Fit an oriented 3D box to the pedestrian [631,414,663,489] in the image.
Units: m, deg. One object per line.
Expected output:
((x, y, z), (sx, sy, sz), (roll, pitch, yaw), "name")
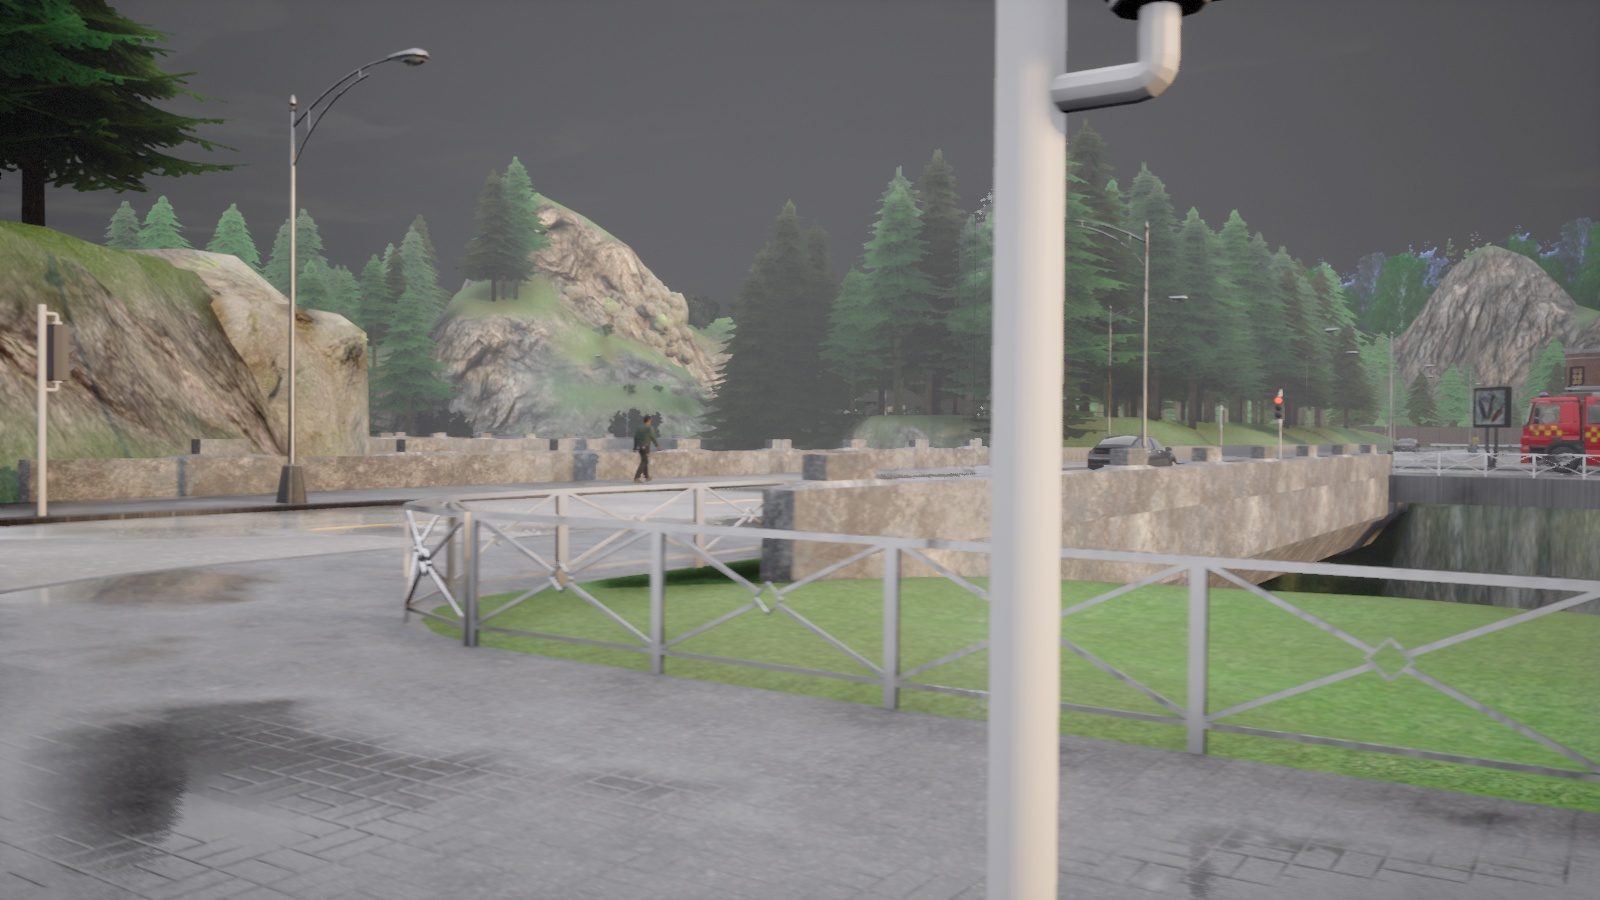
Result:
((-4.032, 0.024, 33.097), (0.423, 1.949, 0.788), (0, 1, 34), "pedestrian")

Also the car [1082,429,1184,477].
((11.188, 0.061, 41.961), (1.837, 1.490, 4.892), (0, 1, 33), "car")

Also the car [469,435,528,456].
((-22.757, -0.350, 94.828), (1.816, 1.474, 4.193), (0, 1, 34), "car")

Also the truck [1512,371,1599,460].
((35.813, -1.500, 54.408), (8.468, 3.827, 2.891), (0, 1, 34), "truck")
